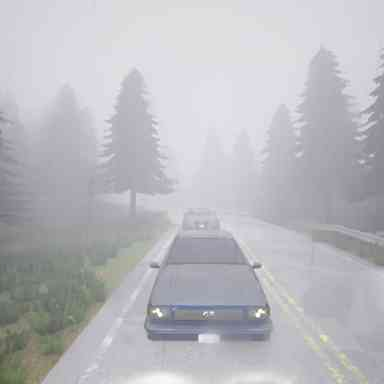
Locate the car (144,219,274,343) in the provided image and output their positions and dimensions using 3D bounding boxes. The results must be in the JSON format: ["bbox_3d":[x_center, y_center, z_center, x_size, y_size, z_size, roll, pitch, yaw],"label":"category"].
[{"bbox_3d":[0.271,1.557,7.076,2.033,1.411,5.357,0,0,1],"label":"car"}]

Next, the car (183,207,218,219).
[{"bbox_3d":[0.447,1.584,19.161,1.994,1.385,4.181,0,0,-2],"label":"car"}]
